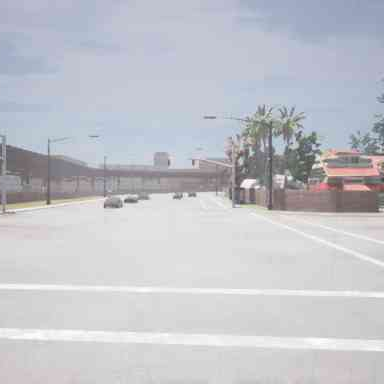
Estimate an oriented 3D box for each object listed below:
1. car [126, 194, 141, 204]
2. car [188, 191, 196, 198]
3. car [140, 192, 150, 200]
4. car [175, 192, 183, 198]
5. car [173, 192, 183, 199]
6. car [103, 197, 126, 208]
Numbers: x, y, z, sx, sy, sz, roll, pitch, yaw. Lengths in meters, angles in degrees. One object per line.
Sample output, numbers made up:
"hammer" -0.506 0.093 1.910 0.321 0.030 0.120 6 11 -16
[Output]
"car" -10.535 1.326 57.432 1.895 1.301 4.718 0 1 0
"car" 0.079 0.519 86.797 2.097 1.767 4.553 0 1 0
"car" -10.435 0.828 71.736 2.097 1.767 4.553 0 1 0
"car" -3.421 0.709 87.159 1.994 1.385 4.181 0 1 0
"car" -3.430 0.963 76.841 1.895 1.301 4.718 0 1 0
"car" -10.558 1.403 44.799 1.812 1.442 4.674 0 1 -1
